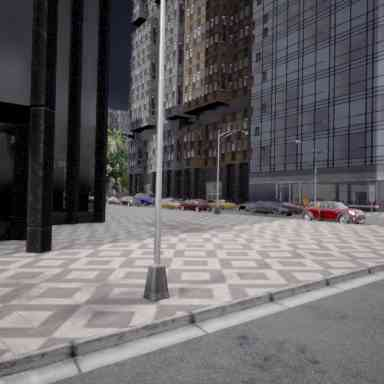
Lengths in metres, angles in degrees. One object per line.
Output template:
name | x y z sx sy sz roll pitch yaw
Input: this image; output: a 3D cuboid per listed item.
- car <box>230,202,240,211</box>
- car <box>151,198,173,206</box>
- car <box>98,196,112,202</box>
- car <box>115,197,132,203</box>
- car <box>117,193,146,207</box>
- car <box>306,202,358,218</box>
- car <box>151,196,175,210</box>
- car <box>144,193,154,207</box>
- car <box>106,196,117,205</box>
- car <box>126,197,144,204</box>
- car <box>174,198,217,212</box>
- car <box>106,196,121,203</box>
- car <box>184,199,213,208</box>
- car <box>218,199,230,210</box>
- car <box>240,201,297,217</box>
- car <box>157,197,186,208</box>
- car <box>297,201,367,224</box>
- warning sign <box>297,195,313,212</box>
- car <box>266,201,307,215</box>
car | 7.311 1.731 41.562 1.947 1.339 4.313 2 -1 -35
car | -5.433 1.726 59.431 2.008 1.369 4.403 2 -1 -35
car | -21.364 1.755 81.765 1.802 1.307 4.206 2 -1 -35
car | -14.992 1.740 72.831 1.947 1.339 4.313 2 -1 -35
car | -9.187 1.389 50.022 1.967 1.590 4.097 2 -1 -35
car | 13.683 1.725 32.628 1.947 1.339 4.313 2 -1 -35
car | -2.717 1.469 40.947 1.752 1.417 4.829 2 -1 -35
car | -6.903 1.244 51.534 2.150 2.045 5.566 2 -1 -35
car | -12.377 1.532 54.488 1.802 1.307 4.206 2 -1 -35
car | -11.806 1.740 68.365 1.947 1.339 4.313 2 -1 -35
car | 0.371 1.485 36.617 1.887 1.381 4.507 2 -1 -35
car | -18.276 1.699 77.437 1.752 1.417 4.829 2 -1 -35
car | 0.939 1.723 50.496 2.008 1.369 4.403 2 -1 -35
car | 4.027 1.694 46.168 1.752 1.417 4.829 2 -1 -35
car | 7.406 1.553 31.337 2.033 1.411 5.357 2 -1 -35
car | -3.226 1.593 51.655 2.128 1.511 4.902 2 -1 -35
car | 9.915 1.371 23.242 1.967 1.590 4.097 2 -1 -37
warning sign | 12.854 1.338 37.781 1.300 1.860 1.060 2 -1 -35
car | 10.497 1.744 37.095 1.802 1.307 4.206 2 -1 -35
